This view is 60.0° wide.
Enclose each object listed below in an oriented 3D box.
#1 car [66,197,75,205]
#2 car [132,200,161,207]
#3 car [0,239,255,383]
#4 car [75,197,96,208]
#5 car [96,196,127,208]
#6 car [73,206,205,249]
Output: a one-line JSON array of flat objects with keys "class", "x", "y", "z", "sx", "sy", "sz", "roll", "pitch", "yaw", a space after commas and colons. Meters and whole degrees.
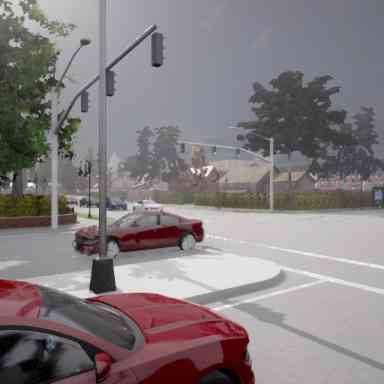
[{"class": "car", "x": -21.012, "y": 1.564, "z": 57.108, "sx": 1.994, "sy": 1.385, "sz": 4.181, "roll": 0, "pitch": 0, "yaw": -34}, {"class": "car", "x": -4.613, "y": 1.526, "z": 34.387, "sx": 1.812, "sy": 1.442, "sz": 4.674, "roll": 0, "pitch": 0, "yaw": -35}, {"class": "car", "x": -1.684, "y": 1.478, "z": 2.567, "sx": 5.008, "sy": 1.535, "sz": 1.882, "roll": 0, "pitch": 0, "yaw": -35}, {"class": "car", "x": -15.214, "y": 1.505, "z": 49.045, "sx": 1.837, "sy": 1.490, "sz": 4.892, "roll": 0, "pitch": 0, "yaw": -36}, {"class": "car", "x": -9.820, "y": 1.352, "z": 41.591, "sx": 2.097, "sy": 1.767, "sz": 4.553, "roll": 0, "pitch": 0, "yaw": -36}, {"class": "car", "x": -1.855, "y": 1.477, "z": 12.575, "sx": 5.008, "sy": 1.535, "sz": 1.882, "roll": 0, "pitch": 0, "yaw": -34}]
